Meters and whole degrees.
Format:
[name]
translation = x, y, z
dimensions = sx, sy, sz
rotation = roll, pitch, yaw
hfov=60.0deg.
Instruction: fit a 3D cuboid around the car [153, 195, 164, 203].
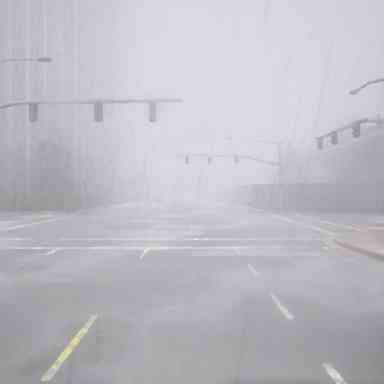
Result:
[car]
translation = -7.000, 1.483, 70.475
dimensions = 1.837, 1.490, 4.892
rotation = 0, 0, 0
